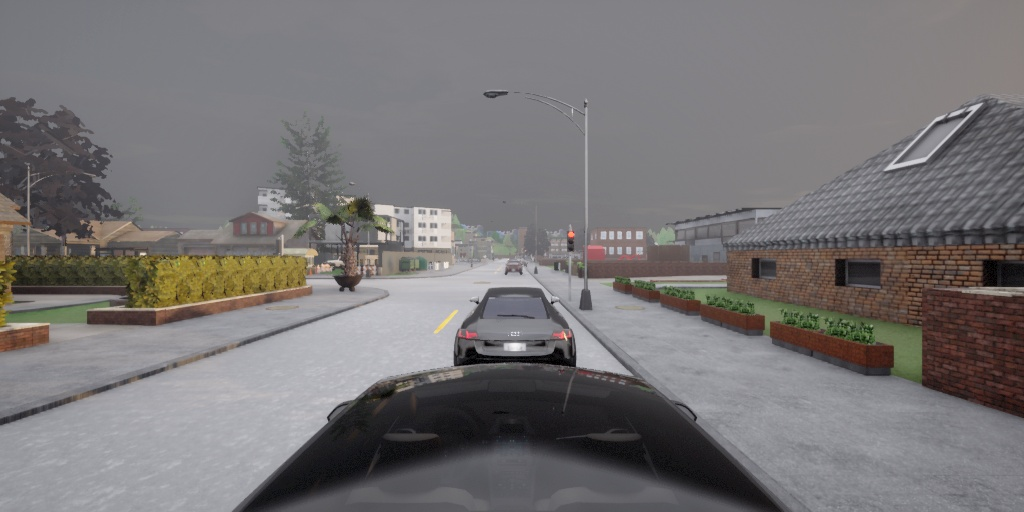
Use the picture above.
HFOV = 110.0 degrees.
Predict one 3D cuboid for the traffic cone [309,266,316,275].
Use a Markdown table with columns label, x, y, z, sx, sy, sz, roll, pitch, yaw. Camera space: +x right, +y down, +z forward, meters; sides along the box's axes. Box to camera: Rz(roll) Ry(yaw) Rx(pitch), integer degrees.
| label | x | y | z | sx | sy | sz | roll | pitch | yaw |
| --- | --- | --- | --- | --- | --- | --- | --- | --- | --- |
| traffic cone | -19.803 | 1.568 | 35.236 | 0.344 | 0.586 | 0.344 | 0 | 0 | 0 |

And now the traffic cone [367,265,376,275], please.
| label | x | y | z | sx | sy | sz | roll | pitch | yaw |
| --- | --- | --- | --- | --- | --- | --- | --- | --- | --- |
| traffic cone | -15.757 | 1.561 | 40.120 | 0.344 | 0.586 | 0.344 | 0 | 0 | 0 |

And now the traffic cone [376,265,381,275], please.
| label | x | y | z | sx | sy | sz | roll | pitch | yaw |
| --- | --- | --- | --- | --- | --- | --- | --- | --- | --- |
| traffic cone | -15.396 | 1.558 | 40.690 | 0.344 | 0.586 | 0.344 | 0 | 0 | 0 |

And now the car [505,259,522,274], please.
| label | x | y | z | sx | sy | sz | roll | pitch | yaw |
| --- | --- | --- | --- | --- | --- | --- | --- | --- | --- |
| car | 0.163 | 1.276 | 40.232 | 1.812 | 1.442 | 4.674 | 0 | 0 | 0 |

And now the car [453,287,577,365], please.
| label | x | y | z | sx | sy | sz | roll | pitch | yaw |
| --- | --- | --- | --- | --- | --- | --- | --- | --- | --- |
| car | 0.058 | 1.314 | 7.306 | 1.994 | 1.385 | 4.181 | 0 | 0 | 0 |
